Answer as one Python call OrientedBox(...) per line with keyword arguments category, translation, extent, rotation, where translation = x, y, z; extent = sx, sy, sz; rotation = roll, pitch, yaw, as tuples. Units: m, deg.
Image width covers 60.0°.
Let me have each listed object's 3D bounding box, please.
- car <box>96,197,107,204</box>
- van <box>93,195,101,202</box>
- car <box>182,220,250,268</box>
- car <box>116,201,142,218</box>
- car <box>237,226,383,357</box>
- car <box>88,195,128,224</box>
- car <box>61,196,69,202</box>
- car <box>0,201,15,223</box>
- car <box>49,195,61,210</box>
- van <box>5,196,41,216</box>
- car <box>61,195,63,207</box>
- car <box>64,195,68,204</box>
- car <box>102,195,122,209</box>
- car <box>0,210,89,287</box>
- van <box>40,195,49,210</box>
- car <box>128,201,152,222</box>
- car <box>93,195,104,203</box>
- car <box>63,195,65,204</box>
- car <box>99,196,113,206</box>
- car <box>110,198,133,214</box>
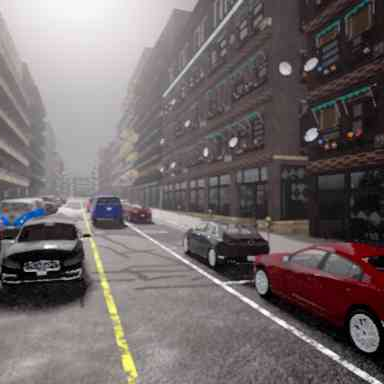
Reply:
OrientedBox(category="car", translation=(-18.778, 1.811, 68.878), extent=(1.802, 1.307, 4.206), rotation=(2, -1, -19))
OrientedBox(category="van", translation=(-24.150, 1.654, 84.579), extent=(1.690, 1.788, 3.998), rotation=(2, -1, -19))
OrientedBox(category="car", translation=(0.973, 1.613, 11.332), extent=(2.008, 1.369, 4.403), rotation=(2, -1, -19))
OrientedBox(category="car", translation=(-6.195, 1.645, 32.260), extent=(1.887, 1.381, 4.507), rotation=(2, -1, -19))
OrientedBox(category="car", translation=(2.766, 1.602, 6.099), extent=(1.887, 1.381, 4.507), rotation=(2, -1, -19))
OrientedBox(category="car", translation=(-6.661, 1.282, 25.877), extent=(2.150, 2.045, 5.566), rotation=(1, 0, -18))
OrientedBox(category="car", translation=(-33.390, 1.838, 87.317), extent=(1.802, 1.307, 4.206), rotation=(2, -1, -19))
OrientedBox(category="car", translation=(-6.493, 1.288, 8.841), extent=(2.192, 1.841, 5.009), rotation=(2, -1, -19))
OrientedBox(category="car", translation=(-15.455, 1.341, 35.000), extent=(2.192, 1.841, 5.009), rotation=(2, -1, -19))
OrientedBox(category="van", translation=(-10.078, 1.329, 19.303), extent=(1.690, 1.788, 3.998), rotation=(2, -1, -19))
OrientedBox(category="car", translation=(-17.247, 1.355, 40.231), extent=(2.192, 1.841, 5.009), rotation=(2, -1, -19))
OrientedBox(category="car", translation=(-26.210, 1.456, 66.391), extent=(2.192, 1.841, 5.009), rotation=(2, -1, -19))
OrientedBox(category="car", translation=(-11.598, 1.460, 47.950), extent=(2.192, 1.841, 5.009), rotation=(2, -1, -19))
OrientedBox(category="car", translation=(-4.057, 1.505, 9.558), extent=(1.837, 1.490, 4.892), rotation=(1, 0, -19))
OrientedBox(category="van", translation=(-11.871, 1.340, 24.536), extent=(1.690, 1.788, 3.998), rotation=(2, -1, -19))
OrientedBox(category="car", translation=(-4.403, 1.633, 27.029), extent=(1.887, 1.381, 4.507), rotation=(2, -1, -19))
OrientedBox(category="car", translation=(-22.356, 1.598, 79.347), extent=(2.192, 1.841, 5.009), rotation=(2, -1, -19))
OrientedBox(category="car", translation=(-20.841, 1.640, 50.693), extent=(1.947, 1.339, 4.313), rotation=(2, -1, -19))
OrientedBox(category="car", translation=(-15.188, 1.624, 58.414), extent=(1.967, 1.590, 4.097), rotation=(2, -1, -19))
OrientedBox(category="car", translation=(-7.978, 1.555, 37.497), extent=(1.967, 1.590, 4.097), rotation=(2, -1, -19))
